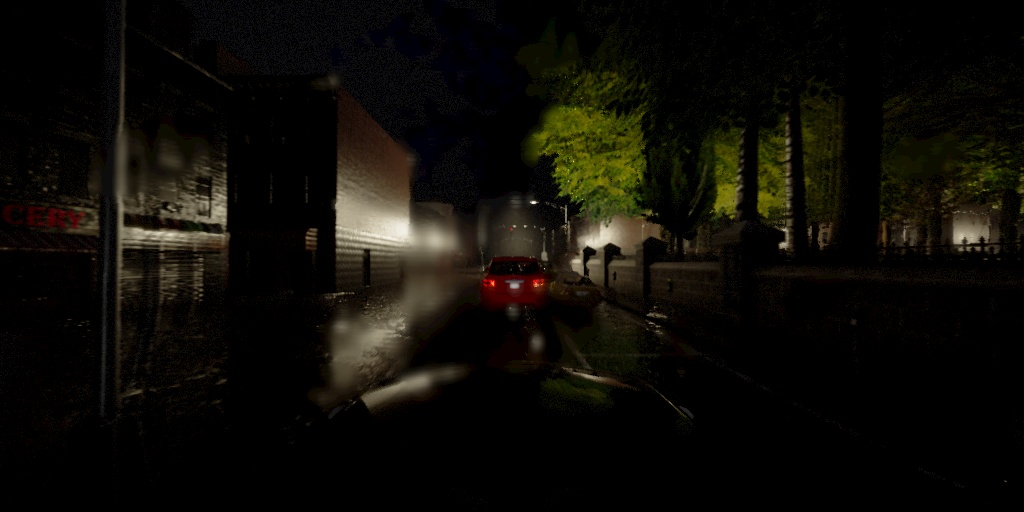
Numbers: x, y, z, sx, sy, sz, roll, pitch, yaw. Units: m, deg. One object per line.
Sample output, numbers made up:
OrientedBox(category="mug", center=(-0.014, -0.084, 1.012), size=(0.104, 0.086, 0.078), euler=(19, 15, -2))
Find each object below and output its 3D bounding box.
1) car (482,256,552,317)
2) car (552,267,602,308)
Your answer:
OrientedBox(category="car", center=(0.095, 1.055, 13.762), size=(2.150, 2.045, 5.566), euler=(0, -1, 0))
OrientedBox(category="car", center=(2.642, 1.375, 15.655), size=(1.751, 1.417, 4.829), euler=(0, 0, 0))
